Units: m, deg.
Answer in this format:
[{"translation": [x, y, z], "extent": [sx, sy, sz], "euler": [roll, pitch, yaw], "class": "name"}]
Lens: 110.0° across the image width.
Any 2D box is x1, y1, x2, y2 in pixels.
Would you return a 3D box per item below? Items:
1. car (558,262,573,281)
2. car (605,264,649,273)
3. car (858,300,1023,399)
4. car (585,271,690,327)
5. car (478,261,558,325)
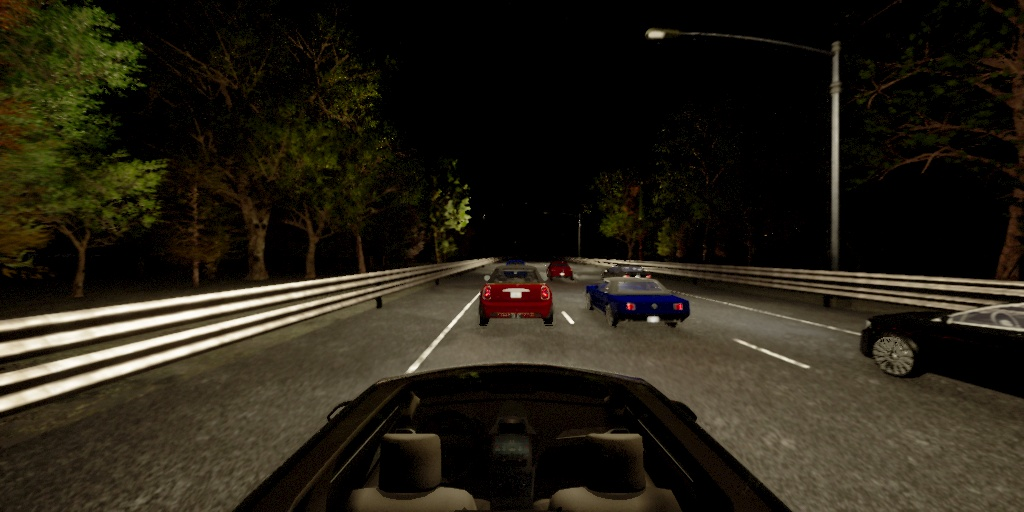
[{"translation": [3.781, 1.175, 29.035], "extent": [1.812, 1.442, 4.674], "euler": [0, 0, 1], "class": "car"}, {"translation": [7.198, 1.221, 22.856], "extent": [2.033, 1.411, 5.357], "euler": [0, 0, 1], "class": "car"}, {"translation": [7.074, 1.235, 4.343], "extent": [2.128, 1.511, 4.902], "euler": [0, 0, 0], "class": "car"}, {"translation": [3.622, 1.317, 11.366], "extent": [1.895, 1.301, 4.718], "euler": [0, 0, 0], "class": "car"}, {"translation": [0.125, 1.065, 11.785], "extent": [2.097, 1.767, 4.553], "euler": [0, 0, 0], "class": "car"}]
